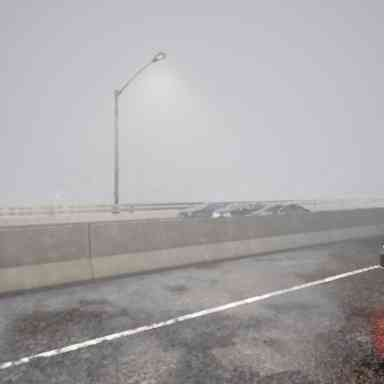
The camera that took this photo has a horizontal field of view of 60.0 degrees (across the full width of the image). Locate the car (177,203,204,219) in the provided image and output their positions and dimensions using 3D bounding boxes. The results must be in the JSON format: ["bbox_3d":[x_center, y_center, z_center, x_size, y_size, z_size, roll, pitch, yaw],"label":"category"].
[{"bbox_3d":[1.511,1.508,26.457,5.357,1.411,2.033,0,0,-35],"label":"car"}]

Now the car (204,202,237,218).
[{"bbox_3d":[3.627,1.452,23.658,4.902,1.511,2.128,0,0,-35],"label":"car"}]

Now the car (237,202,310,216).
[{"bbox_3d":[5.378,1.467,20.613,4.892,1.490,1.837,0,0,-35],"label":"car"}]

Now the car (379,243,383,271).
[{"bbox_3d":[6.669,1.466,8.451,4.902,1.511,2.128,0,0,-35],"label":"car"}]
